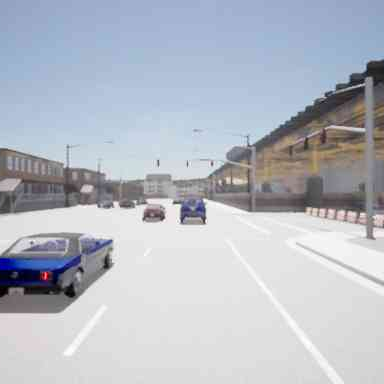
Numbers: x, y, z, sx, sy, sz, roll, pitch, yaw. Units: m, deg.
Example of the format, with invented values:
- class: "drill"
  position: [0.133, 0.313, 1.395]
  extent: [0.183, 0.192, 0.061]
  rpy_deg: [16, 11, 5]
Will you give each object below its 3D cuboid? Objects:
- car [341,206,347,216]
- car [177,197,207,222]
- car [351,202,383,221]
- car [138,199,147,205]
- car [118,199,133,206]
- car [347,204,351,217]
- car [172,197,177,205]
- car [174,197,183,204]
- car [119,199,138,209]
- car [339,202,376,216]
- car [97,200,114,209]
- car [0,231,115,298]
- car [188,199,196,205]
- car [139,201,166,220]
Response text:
- class: "car"
  position: [15.932, 1.754, 31.938]
  extent: [2.038, 1.542, 4.974]
  rpy_deg: [-1, -1, 44]
- class: "car"
  position: [0.092, 1.494, 28.922]
  extent: [2.150, 2.045, 5.566]
  rpy_deg: [0, 0, 0]
- class: "car"
  position: [15.974, 1.553, 27.290]
  extent: [1.853, 1.218, 4.536]
  rpy_deg: [0, -1, -36]
- class: "car"
  position: [-10.503, 2.158, 70.004]
  extent: [1.837, 1.490, 4.892]
  rpy_deg: [0, -1, 0]
- class: "car"
  position: [-14.003, 2.183, 70.024]
  extent: [2.128, 1.511, 4.902]
  rpy_deg: [0, -1, 0]
- class: "car"
  position: [15.943, 1.711, 27.330]
  extent: [2.038, 1.542, 4.974]
  rpy_deg: [0, -1, -36]
- class: "car"
  position: [-3.503, 2.249, 75.528]
  extent: [2.033, 1.411, 5.357]
  rpy_deg: [0, -1, 0]
- class: "car"
  position: [-3.503, 2.138, 84.838]
  extent: [2.097, 1.767, 4.553]
  rpy_deg: [0, -1, 0]
- class: "car"
  position: [-10.560, 1.989, 54.366]
  extent: [1.882, 1.535, 5.008]
  rpy_deg: [0, -1, 1]
- class: "car"
  position: [15.968, 1.597, 31.978]
  extent: [1.853, 1.218, 4.536]
  rpy_deg: [-1, -1, 44]
- class: "car"
  position: [-14.059, 2.002, 54.396]
  extent: [2.128, 1.511, 4.902]
  rpy_deg: [0, 0, 0]
- class: "car"
  position: [-3.419, 1.684, 8.724]
  extent: [1.895, 1.301, 4.718]
  rpy_deg: [0, -1, 0]
- class: "car"
  position: [-0.003, 2.267, 76.153]
  extent: [1.994, 1.385, 4.181]
  rpy_deg: [0, -1, 0]
- class: "car"
  position: [-3.417, 1.816, 30.797]
  extent: [1.812, 1.442, 4.674]
  rpy_deg: [0, -1, 0]
